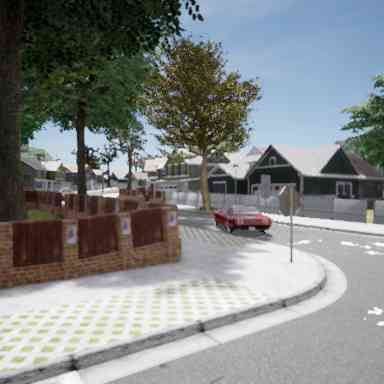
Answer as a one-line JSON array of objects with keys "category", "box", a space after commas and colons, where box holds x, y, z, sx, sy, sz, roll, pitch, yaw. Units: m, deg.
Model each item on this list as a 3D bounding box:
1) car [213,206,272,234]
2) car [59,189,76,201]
[{"category": "car", "box": [2.436, 1.359, 17.511, 1.895, 1.301, 4.718, 1, 1, -9]}, {"category": "car", "box": [-17.756, 0.318, 47.263, 2.097, 1.767, 4.553, 0, 1, -31]}]
